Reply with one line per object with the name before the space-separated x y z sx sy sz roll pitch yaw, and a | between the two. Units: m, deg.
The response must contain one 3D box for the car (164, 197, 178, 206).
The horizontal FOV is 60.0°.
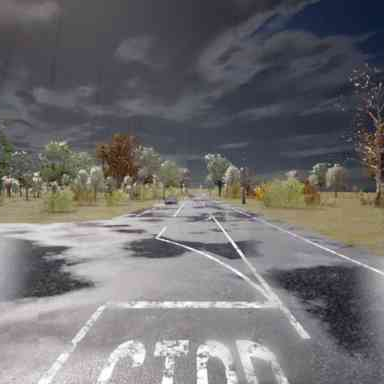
car | -3.329 1.515 53.671 1.994 1.385 4.181 0 0 0
